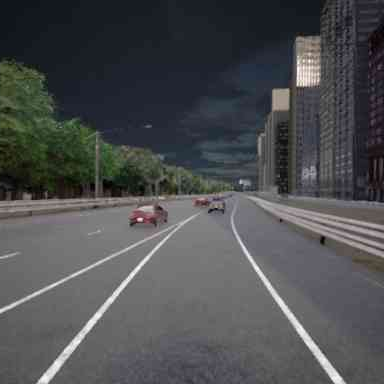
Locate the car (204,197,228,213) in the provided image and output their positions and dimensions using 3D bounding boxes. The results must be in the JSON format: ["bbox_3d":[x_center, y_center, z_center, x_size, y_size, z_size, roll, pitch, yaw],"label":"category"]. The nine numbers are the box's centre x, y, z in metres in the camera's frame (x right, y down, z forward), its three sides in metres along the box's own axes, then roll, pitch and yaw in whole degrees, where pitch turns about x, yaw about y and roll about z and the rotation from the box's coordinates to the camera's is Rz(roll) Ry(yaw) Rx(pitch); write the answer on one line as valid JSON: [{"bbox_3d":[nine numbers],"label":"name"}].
[{"bbox_3d":[3.016,1.638,38.807,2.033,1.411,5.357,0,0,9],"label":"car"}]

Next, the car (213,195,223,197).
[{"bbox_3d":[5.953,1.710,82.902,1.837,1.490,4.892,1,0,8],"label":"car"}]

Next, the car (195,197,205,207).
[{"bbox_3d":[1.605,1.580,53.034,1.882,1.535,5.008,1,0,8],"label":"car"}]

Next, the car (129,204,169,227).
[{"bbox_3d":[-2.875,1.532,22.783,1.812,1.442,4.674,0,0,8],"label":"car"}]
